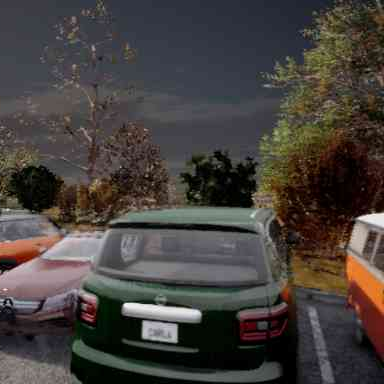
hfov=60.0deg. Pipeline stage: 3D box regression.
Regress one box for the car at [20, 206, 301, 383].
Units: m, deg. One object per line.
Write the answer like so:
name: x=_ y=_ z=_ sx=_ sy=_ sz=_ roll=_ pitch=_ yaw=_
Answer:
car: x=0.461 y=1.234 z=5.210 sx=2.435 sy=2.045 sz=5.566 roll=0 pitch=-1 yaw=16

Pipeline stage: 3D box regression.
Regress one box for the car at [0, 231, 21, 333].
car: x=-1.966 y=1.524 z=6.909 sx=2.002 sy=1.452 sz=4.674 roll=1 pitch=-1 yaw=16

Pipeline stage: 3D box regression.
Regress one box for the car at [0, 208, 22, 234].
car: x=-4.402 y=1.357 z=8.611 sx=2.185 sy=1.767 sz=4.553 roll=0 pitch=-1 yaw=16

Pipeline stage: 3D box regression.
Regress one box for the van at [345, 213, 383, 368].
van: x=2.849 y=1.258 z=3.338 sx=1.878 sy=1.987 sz=4.442 roll=1 pitch=-1 yaw=16
